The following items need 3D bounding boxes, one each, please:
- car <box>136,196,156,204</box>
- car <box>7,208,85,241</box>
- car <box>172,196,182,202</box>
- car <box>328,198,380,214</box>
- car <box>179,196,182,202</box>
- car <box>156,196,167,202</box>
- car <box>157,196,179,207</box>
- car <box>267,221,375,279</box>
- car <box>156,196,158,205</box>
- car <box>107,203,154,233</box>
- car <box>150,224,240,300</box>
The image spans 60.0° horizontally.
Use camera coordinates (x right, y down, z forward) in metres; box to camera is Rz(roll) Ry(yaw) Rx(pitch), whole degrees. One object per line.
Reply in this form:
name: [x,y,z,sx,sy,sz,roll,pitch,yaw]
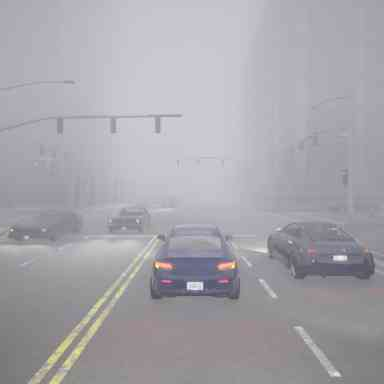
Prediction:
car: [-6.988,1.547,48.490,2.033,1.411,5.357,0,0,0]
car: [-7.063,1.544,16.857,2.033,1.411,5.357,0,0,0]
car: [-3.333,1.552,73.862,1.994,1.385,4.181,0,0,0]
car: [16.784,1.422,34.535,5.008,1.535,1.882,0,0,0]
car: [-3.430,1.478,61.031,1.882,1.535,5.008,0,0,1]
car: [-6.831,1.539,74.562,2.033,1.411,5.357,0,0,0]
car: [-3.483,1.492,49.696,2.128,1.511,4.902,0,0,0]
car: [3.594,1.564,10.029,1.994,1.385,4.181,0,0,0]
car: [-6.938,1.503,60.127,1.837,1.490,4.892,0,0,0]
car: [-3.555,1.583,19.603,1.895,1.301,4.718,0,0,0]
car: [0.078,1.526,8.293,1.812,1.442,4.674,0,0,1]
